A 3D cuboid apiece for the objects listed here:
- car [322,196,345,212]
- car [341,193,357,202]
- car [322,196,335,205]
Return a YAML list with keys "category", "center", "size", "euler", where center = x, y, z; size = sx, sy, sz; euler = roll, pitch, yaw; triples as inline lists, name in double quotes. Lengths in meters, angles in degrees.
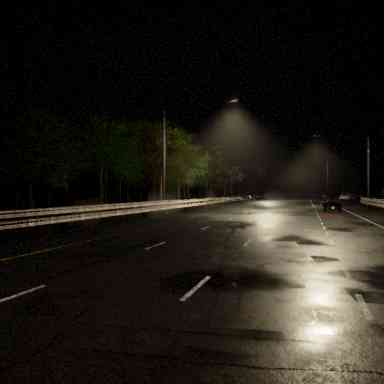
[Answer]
- category: "car"
  center: [16.370, 1.489, 39.021]
  size: [1.837, 1.490, 4.892]
  euler: [0, 0, 19]
- category: "car"
  center: [35.706, 1.195, 75.895]
  size: [2.150, 2.045, 5.566]
  euler: [0, 0, 44]
- category: "car"
  center: [23.904, 1.503, 58.112]
  size: [1.812, 1.442, 4.674]
  euler: [0, 0, 26]
